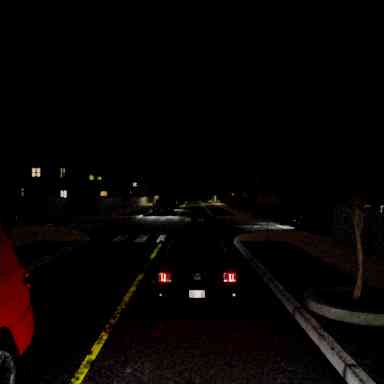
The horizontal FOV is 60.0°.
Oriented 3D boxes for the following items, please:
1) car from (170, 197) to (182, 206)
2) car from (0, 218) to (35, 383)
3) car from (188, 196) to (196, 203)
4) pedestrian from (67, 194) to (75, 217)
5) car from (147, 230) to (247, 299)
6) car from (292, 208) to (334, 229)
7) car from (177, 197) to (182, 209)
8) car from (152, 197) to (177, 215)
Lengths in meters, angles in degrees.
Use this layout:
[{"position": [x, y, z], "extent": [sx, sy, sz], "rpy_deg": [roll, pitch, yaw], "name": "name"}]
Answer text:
[{"position": [-2.828, 1.650, 59.910], "extent": [1.812, 1.442, 4.674], "rpy_deg": [0, 0, 0], "name": "car"}, {"position": [-2.850, 1.222, 1.513], "extent": [2.150, 2.045, 5.566], "rpy_deg": [0, 0, 0], "name": "car"}, {"position": [-0.004, 1.695, 75.456], "extent": [1.837, 1.490, 4.892], "rpy_deg": [0, 0, 0], "name": "car"}, {"position": [-9.631, 1.046, 26.420], "extent": [0.375, 1.860, 0.375], "rpy_deg": [0, -2, 0], "name": "pedestrian"}, {"position": [0.098, 1.605, 8.391], "extent": [1.895, 1.301, 4.718], "rpy_deg": [0, 0, 0], "name": "car"}, {"position": [9.266, 1.844, 23.499], "extent": [4.181, 1.385, 1.994], "rpy_deg": [1, -1, 0], "name": "car"}, {"position": [-2.846, 1.425, 46.015], "extent": [2.097, 1.767, 4.553], "rpy_deg": [0, 0, 0], "name": "car"}, {"position": [-2.879, 1.546, 34.138], "extent": [1.837, 1.490, 4.892], "rpy_deg": [0, 0, 1], "name": "car"}]
